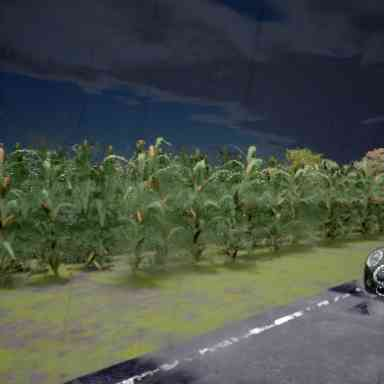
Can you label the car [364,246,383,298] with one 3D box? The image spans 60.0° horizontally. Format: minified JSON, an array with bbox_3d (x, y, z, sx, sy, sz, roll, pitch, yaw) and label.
[{"bbox_3d":[5.934,1.443,7.831,4.553,1.767,2.097,0,-1,-39],"label":"car"}]
